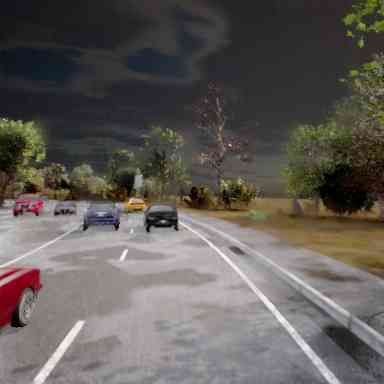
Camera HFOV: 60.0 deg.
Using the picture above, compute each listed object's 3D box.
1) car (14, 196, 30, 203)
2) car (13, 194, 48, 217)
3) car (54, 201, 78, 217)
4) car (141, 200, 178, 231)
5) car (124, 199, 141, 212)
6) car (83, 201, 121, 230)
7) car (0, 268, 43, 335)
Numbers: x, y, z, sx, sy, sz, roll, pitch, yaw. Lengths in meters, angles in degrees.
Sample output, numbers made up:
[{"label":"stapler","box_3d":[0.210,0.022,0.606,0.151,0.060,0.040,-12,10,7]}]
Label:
[{"label":"car","box_3d":[-35.326,1.597,69.039,1.895,1.301,4.718,0,0,-39]},{"label":"car","box_3d":[-15.888,1.256,32.602,2.150,2.045,5.566,0,0,-18]},{"label":"car","box_3d":[-12.195,1.595,32.339,1.994,1.385,4.181,0,0,-17]},{"label":"car","box_3d":[-2.037,1.488,20.920,1.882,1.535,5.008,0,0,-10]},{"label":"car","box_3d":[-6.689,1.503,38.709,1.882,1.535,5.008,0,0,-18]},{"label":"car","box_3d":[-5.732,1.370,21.603,2.097,1.767,4.553,0,0,-11]},{"label":"car","box_3d":[-3.598,1.613,4.019,1.895,1.301,4.718,0,0,-2]}]
